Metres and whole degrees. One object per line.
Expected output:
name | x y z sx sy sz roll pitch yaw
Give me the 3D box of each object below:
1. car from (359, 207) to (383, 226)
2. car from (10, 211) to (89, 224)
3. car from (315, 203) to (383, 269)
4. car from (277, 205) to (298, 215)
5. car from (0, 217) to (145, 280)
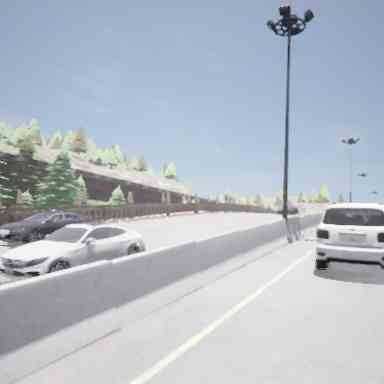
car | 15.181 1.991 27.731 1.895 1.301 4.718 -1 -1 30
car | -7.329 1.758 17.182 2.128 1.511 4.902 -1 -1 30
car | 5.649 1.382 11.264 2.150 2.045 5.566 -1 -1 30
car | 13.099 2.428 45.294 2.033 1.411 5.357 -1 -3 30
car | -3.309 1.683 10.153 1.812 1.442 4.674 -1 -1 30
